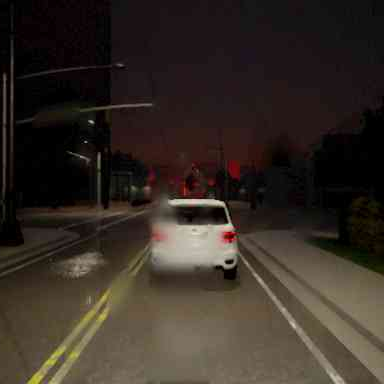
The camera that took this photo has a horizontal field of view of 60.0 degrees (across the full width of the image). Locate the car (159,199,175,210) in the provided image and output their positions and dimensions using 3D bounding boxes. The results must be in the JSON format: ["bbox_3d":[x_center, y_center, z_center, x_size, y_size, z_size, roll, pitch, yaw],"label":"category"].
[{"bbox_3d":[-3.618,1.748,48.173,1.812,1.442,4.674,0,0,2],"label":"car"}]

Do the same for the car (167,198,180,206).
[{"bbox_3d":[-3.514,1.843,64.114,2.033,1.411,5.357,0,0,0],"label":"car"}]

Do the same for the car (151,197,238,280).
[{"bbox_3d":[0.071,1.261,10.211,2.150,2.045,5.566,0,-1,0],"label":"car"}]
